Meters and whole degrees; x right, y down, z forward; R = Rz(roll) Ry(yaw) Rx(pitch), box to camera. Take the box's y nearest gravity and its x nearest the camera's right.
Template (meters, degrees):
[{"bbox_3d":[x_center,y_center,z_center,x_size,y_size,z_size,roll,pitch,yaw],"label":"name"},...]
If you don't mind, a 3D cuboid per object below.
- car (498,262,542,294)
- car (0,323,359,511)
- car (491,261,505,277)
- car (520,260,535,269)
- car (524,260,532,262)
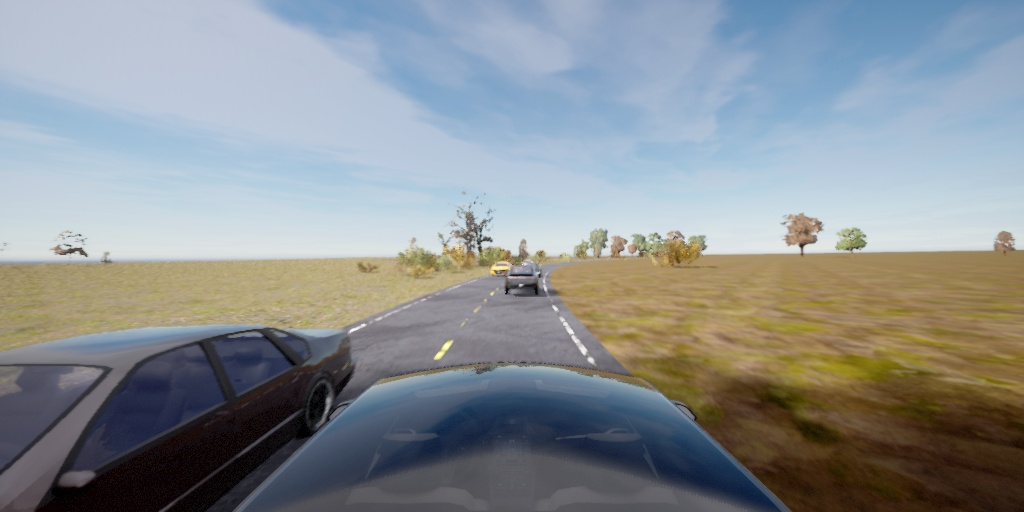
[{"bbox_3d":[0.608,1.297,20.669,2.128,1.511,4.902,-1,0,3],"label":"car"},{"bbox_3d":[-3.063,1.330,2.747,2.033,1.411,5.357,0,0,0],"label":"car"},{"bbox_3d":[-1.035,1.348,38.295,1.882,1.535,5.008,-1,0,7],"label":"car"},{"bbox_3d":[2.607,1.415,60.839,1.812,1.442,4.674,-1,0,11],"label":"car"},{"bbox_3d":[2.074,1.402,37.568,1.994,1.385,4.181,-1,0,7],"label":"car"}]
